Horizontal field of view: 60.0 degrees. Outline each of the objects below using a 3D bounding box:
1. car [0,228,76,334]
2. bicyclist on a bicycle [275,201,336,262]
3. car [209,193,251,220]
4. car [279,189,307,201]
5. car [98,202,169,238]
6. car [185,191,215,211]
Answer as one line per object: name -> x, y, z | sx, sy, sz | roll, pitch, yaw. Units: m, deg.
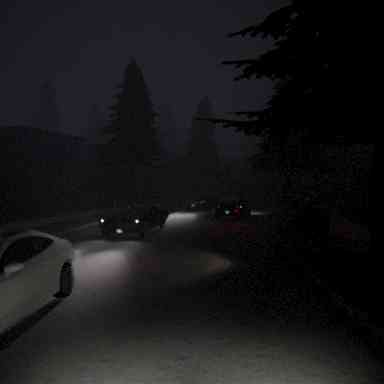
car -> -3.388, 1.374, 5.282 | 1.812, 1.442, 4.674 | 0, 2, 2
bicyclist on a bicycle -> 3.054, 1.063, 9.092 | 1.656, 1.620, 0.582 | -6, 0, 4
car -> 2.672, 0.901, 21.264 | 1.812, 1.442, 4.674 | 0, 2, 16
car -> 12.249, 0.361, 40.123 | 2.033, 1.411, 5.357 | 1, 2, 36
car -> -2.483, 1.161, 15.207 | 1.895, 1.301, 4.718 | 0, 2, 10
car -> 0.986, 0.689, 27.559 | 2.128, 1.511, 4.902 | 1, 2, 22
